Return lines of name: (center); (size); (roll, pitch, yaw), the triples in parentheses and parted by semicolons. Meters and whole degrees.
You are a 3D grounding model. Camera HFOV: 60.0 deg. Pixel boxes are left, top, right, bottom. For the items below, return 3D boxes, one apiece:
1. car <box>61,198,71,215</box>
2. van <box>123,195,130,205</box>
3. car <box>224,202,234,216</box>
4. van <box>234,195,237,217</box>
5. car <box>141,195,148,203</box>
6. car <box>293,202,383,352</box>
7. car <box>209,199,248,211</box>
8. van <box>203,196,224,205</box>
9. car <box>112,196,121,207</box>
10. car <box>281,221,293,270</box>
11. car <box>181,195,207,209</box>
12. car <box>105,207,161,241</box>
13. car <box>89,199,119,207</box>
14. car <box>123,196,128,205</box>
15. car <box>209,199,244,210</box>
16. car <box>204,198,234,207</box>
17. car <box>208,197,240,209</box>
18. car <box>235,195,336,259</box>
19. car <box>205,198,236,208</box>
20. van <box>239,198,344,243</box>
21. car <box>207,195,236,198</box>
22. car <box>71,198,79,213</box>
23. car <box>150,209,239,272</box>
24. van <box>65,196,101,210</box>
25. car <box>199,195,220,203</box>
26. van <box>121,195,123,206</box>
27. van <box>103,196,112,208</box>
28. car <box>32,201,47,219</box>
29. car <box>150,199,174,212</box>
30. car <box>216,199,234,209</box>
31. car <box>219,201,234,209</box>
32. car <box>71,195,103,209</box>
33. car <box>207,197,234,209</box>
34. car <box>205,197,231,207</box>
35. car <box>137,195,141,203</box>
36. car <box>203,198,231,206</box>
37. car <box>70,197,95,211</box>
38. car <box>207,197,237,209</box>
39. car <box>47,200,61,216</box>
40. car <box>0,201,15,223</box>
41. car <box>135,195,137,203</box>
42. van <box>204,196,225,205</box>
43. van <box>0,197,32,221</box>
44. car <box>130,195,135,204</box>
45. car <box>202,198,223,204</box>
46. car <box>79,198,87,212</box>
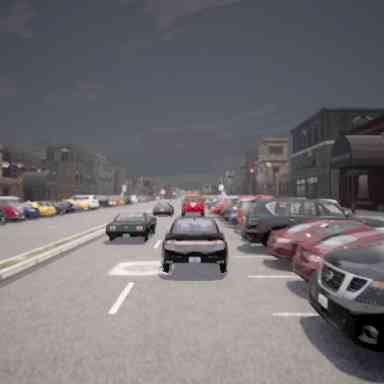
car: (-15.485, 1.651, 34.056); (4.892, 1.521, 2.231); (0, 0, 0)
van: (-15.405, 1.746, 67.145); (4.442, 1.987, 1.878); (0, -1, 0)
car: (4.704, 1.598, 21.557); (4.674, 1.452, 2.002); (0, 0, 0)
van: (4.824, 1.318, 18.654); (4.442, 1.987, 1.878); (0, 0, 0)
car: (-15.515, 2.253, 91.962); (4.792, 1.488, 2.163); (0, -1, 0)
car: (4.680, 1.242, 4.884); (5.566, 2.045, 2.435); (0, 0, 0)
car: (4.698, 1.709, 43.663); (4.892, 1.521, 2.231); (0, 0, 0)
van: (4.817, 1.790, 74.235); (4.442, 1.987, 1.878); (0, -1, 0)
car: (-15.327, 1.848, 56.113); (5.366, 1.575, 1.946); (0, -1, 0)
car: (4.705, 1.541, 7.602); (4.674, 1.452, 2.002); (0, 0, 0)
car: (0.094, 1.368, 33.057); (2.150, 2.045, 5.566); (0, 0, 0)
car: (-2.906, 1.656, 16.967); (1.895, 1.301, 4.718); (0, 0, 0)
car: (-15.512, 1.920, 58.870); (4.674, 1.452, 2.002); (0, -1, 0)
car: (-15.525, 1.941, 64.385); (5.008, 1.535, 2.097); (0, -1, 0)
car: (4.701, 1.772, 46.441); (4.674, 1.452, 2.002); (0, -1, 0)
car: (4.698, 1.840, 57.555); (5.008, 1.535, 2.097); (0, -1, 0)
car: (4.672, 1.632, 49.222); (4.553, 1.767, 2.185); (0, -1, 0)
car: (4.736, 1.269, 13.096); (5.566, 2.045, 2.435); (0, 0, 0)
car: (4.708, 1.812, 54.779); (4.892, 1.521, 2.231); (0, -1, 0)
van: (4.591, 1.305, 15.876); (4.442, 1.987, 1.878); (0, 0, 0)
car: (4.676, 1.412, 38.107); (5.566, 2.045, 2.435); (0, 0, 0)
car: (-15.523, 1.701, 36.814); (4.792, 1.488, 2.163); (0, 0, 0)
car: (0.081, 1.523, 10.886); (2.128, 1.511, 4.902); (0, 0, 0)
van: (-15.621, 1.542, 47.844); (4.442, 1.987, 1.878); (0, -1, 0)
car: (4.669, 1.932, 90.912); (5.566, 2.045, 2.435); (0, -1, 0)
van: (-15.634, 1.684, 61.629); (4.442, 1.987, 1.878); (0, -1, 0)
van: (-15.626, 1.595, 53.357); (4.442, 1.987, 1.878); (0, -1, 0)
car: (-15.484, 1.651, 28.542); (4.674, 1.452, 2.002); (0, 0, 0)
car: (-2.907, 1.721, 34.446); (1.994, 1.385, 4.181); (0, 0, 0)
car: (4.699, 1.590, 26.990); (4.892, 1.521, 2.231); (0, 0, 0)
car: (4.676, 1.602, 24.211); (4.792, 1.488, 2.163); (0, 0, 0)
car: (-15.530, 1.490, 45.087); (5.566, 2.045, 2.435); (0, 0, 0)
car: (4.519, 1.640, 35.327); (5.366, 1.575, 1.946); (0, 0, 0)
car: (4.733, 1.743, 60.338); (4.553, 1.767, 2.185); (0, -1, 0)
car: (-15.560, 1.841, 78.177); (5.566, 2.045, 2.435); (0, -1, 0)
car: (4.696, 1.899, 63.115); (5.008, 1.535, 2.097); (0, -1, 0)
car: (-15.505, 1.717, 42.329); (5.008, 1.535, 2.097); (0, 0, 0)
car: (4.671, 1.658, 52.002); (4.553, 1.767, 2.185); (0, -1, 0)
car: (-15.674, 1.627, 31.300); (5.366, 1.575, 1.946); (0, 0, 0)
car: (-15.475, 1.577, 23.028); (4.892, 1.521, 2.231); (0, 0, 0)
car: (-15.560, 1.939, 75.541); (4.553, 1.767, 2.185); (0, -1, 0)
van: (4.817, 1.762, 71.456); (4.442, 1.987, 1.878); (0, -1, 0)
van: (-15.367, 1.369, 25.911); (4.442, 1.987, 1.878); (0, 0, 0)
car: (-15.553, 1.752, 69.903); (5.566, 2.045, 2.435); (0, -1, 0)
car: (4.693, 2.046, 77.012); (4.892, 1.521, 2.231); (0, -1, 0)
car: (-15.499, 1.734, 39.570); (4.674, 1.452, 2.002); (0, 0, 0)
